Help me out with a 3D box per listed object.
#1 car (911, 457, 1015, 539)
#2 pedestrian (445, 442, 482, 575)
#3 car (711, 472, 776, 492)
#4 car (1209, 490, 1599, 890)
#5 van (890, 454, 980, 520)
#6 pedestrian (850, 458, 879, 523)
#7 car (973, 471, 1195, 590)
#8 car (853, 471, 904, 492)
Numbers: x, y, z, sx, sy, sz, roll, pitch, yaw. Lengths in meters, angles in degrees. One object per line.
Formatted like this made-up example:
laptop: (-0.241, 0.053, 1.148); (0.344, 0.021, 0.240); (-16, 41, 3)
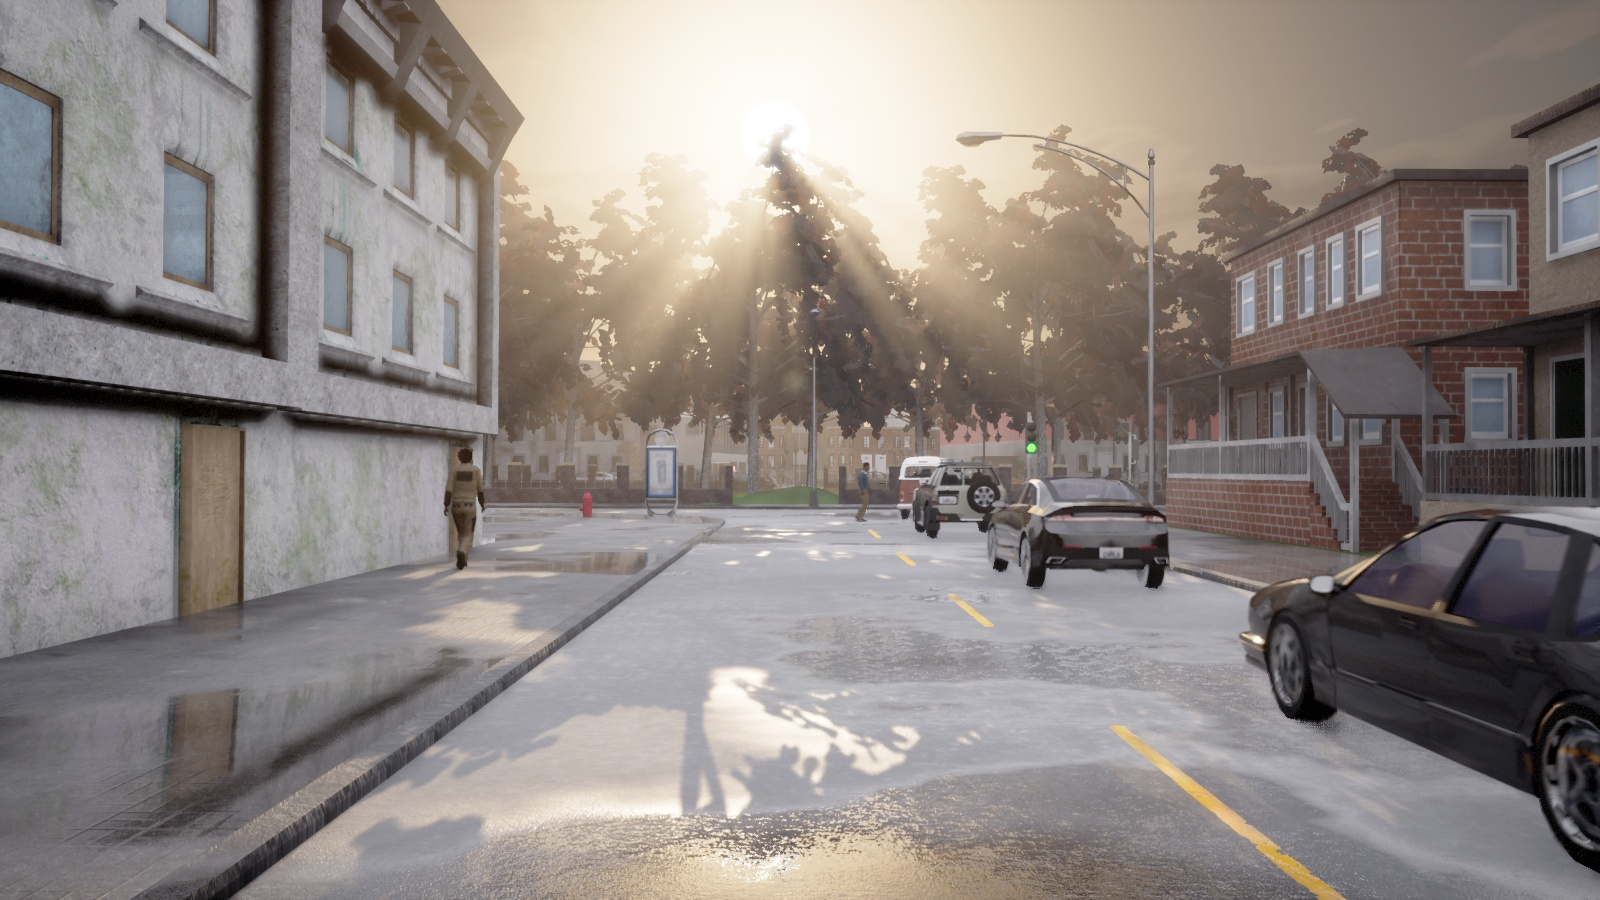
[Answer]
car: (3.909, 1.133, 30.889); (1.932, 1.855, 4.605); (0, -1, 0)
pedestrian: (-4.978, 0.856, 18.598); (0.396, 1.930, 0.692); (0, -1, -3)
car: (-4.201, 2.414, 94.511); (4.792, 1.488, 2.163); (0, -1, 0)
car: (3.980, 0.953, 6.371); (2.033, 1.411, 5.357); (0, -1, 0)
van: (4.627, 1.229, 42.397); (2.069, 2.038, 4.480); (-2, -2, 18)
pedestrian: (1.962, 1.232, 37.962); (0.788, 1.949, 0.423); (-1, -1, 18)
car: (3.945, 1.063, 18.406); (2.128, 1.511, 4.902); (0, -1, 0)
car: (5.874, 2.354, 94.549); (3.705, 1.549, 1.789); (0, -1, 0)
